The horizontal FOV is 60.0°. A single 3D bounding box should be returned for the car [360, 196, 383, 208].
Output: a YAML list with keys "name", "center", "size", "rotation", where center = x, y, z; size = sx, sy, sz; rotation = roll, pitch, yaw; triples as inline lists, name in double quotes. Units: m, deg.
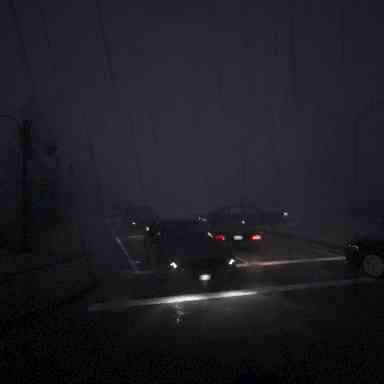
- name: "car"
  center: [23.911, 1.274, 43.180]
  size: [1.845, 1.501, 3.633]
  rotation: [0, 0, -17]

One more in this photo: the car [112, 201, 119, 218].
- name: "car"
  center: [-6.258, 1.515, 30.098]
  size: [2.033, 1.411, 5.357]
  rotation: [0, 0, -17]

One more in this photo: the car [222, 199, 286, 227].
- name: "car"
  center: [2.849, 1.466, 19.895]
  size: [5.357, 1.411, 2.033]
  rotation: [-3, 1, -15]

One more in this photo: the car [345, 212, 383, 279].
- name: "car"
  center: [6.531, 1.475, 8.238]
  size: [5.008, 1.535, 1.882]
  rotation: [0, 0, 39]

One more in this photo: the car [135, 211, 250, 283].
- name: "car"
  center: [-0.371, 1.543, 10.110]
  size: [2.033, 1.411, 5.357]
  rotation: [0, 0, -15]

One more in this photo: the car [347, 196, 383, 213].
- name: "car"
  center: [15.598, 1.356, 29.196]
  size: [1.970, 1.475, 3.806]
  rotation: [0, 0, -17]

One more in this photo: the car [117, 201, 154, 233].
- name: "car"
  center: [-3.101, 1.529, 19.945]
  size: [2.033, 1.411, 5.357]
  rotation: [0, 0, -17]

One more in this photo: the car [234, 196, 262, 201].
- name: "car"
  center: [7.366, 1.287, 46.156]
  size: [2.007, 1.523, 4.514]
  rotation: [0, 0, -17]

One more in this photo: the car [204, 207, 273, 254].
- name: "car"
  center: [1.351, 1.538, 13.389]
  size: [2.033, 1.411, 5.357]
  rotation: [0, 0, -4]

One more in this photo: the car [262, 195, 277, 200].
- name: "car"
  center: [10.355, 1.277, 47.111]
  size: [2.152, 1.636, 5.027]
  rotation: [0, 0, -17]
